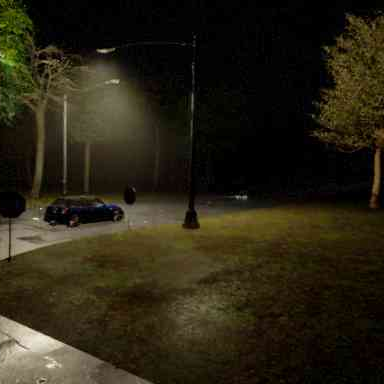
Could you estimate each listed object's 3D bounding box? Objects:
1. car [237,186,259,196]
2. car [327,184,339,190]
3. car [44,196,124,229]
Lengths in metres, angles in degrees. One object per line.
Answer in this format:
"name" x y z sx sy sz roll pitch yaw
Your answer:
"car" 8.869 -0.214 52.734 2.128 1.511 4.902 4 5 35
"car" 35.490 -1.356 83.733 1.882 1.535 5.008 4 4 35
"car" -6.191 1.008 19.673 2.097 1.767 4.553 4 4 35
